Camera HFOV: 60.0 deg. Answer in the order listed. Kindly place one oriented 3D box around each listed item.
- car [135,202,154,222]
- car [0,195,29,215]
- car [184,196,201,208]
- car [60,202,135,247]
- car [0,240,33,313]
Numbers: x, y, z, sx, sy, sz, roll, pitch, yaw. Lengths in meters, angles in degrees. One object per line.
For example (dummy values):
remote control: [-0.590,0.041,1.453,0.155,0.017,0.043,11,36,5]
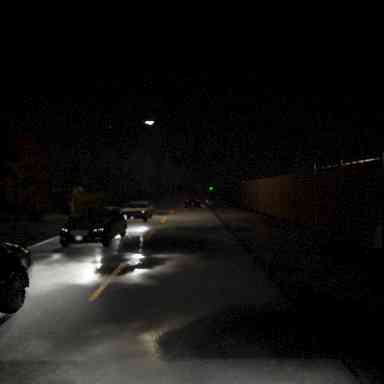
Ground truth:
car: [-3.998,1.397,24.480,1.895,1.301,4.718,0,0,0]
car: [-14.560,0.961,25.646,3.633,1.501,1.845,0,0,-3]
car: [0.092,1.176,42.130,1.812,1.442,4.674,0,1,0]
car: [-4.071,1.371,14.428,2.128,1.511,4.902,0,0,0]
car: [-4.095,1.452,4.705,2.128,1.511,4.902,0,0,0]
